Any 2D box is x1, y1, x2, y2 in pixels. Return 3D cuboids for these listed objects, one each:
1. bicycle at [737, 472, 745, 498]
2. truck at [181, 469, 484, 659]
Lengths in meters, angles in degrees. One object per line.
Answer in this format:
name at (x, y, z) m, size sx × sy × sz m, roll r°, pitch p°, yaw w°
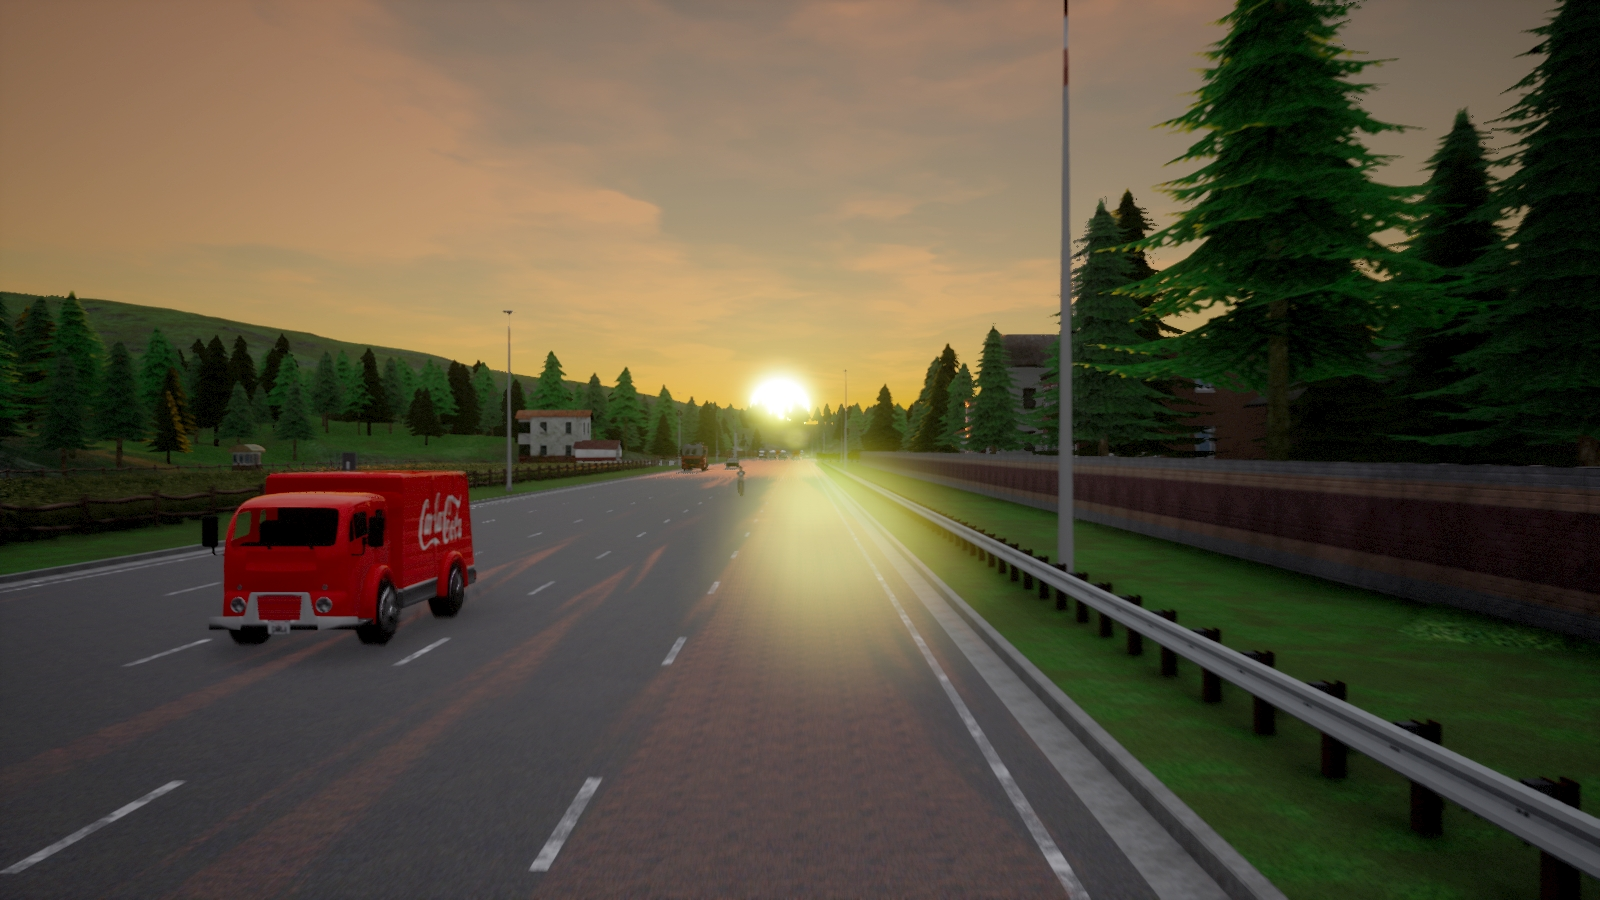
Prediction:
bicycle at (-3.498, 2.055, 67.813) m, size 0.373 × 1.496 × 1.643 m, roll 0°, pitch 0°, yaw 0°
truck at (-7.001, 1.568, 17.949) m, size 2.627 × 2.467 × 5.204 m, roll 0°, pitch 0°, yaw 0°
